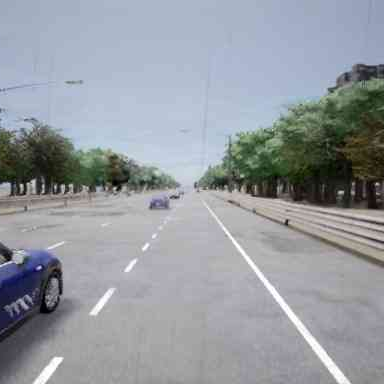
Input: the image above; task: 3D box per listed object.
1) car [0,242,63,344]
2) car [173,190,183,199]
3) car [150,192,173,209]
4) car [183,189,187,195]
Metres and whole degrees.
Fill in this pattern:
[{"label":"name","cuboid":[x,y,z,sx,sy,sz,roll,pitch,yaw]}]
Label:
[{"label":"car","cuboid":[-3.503,1.287,4.500,2.097,1.767,4.553,0,1,0]},{"label":"car","cuboid":[-3.337,0.716,65.266,1.895,1.301,4.718,0,1,0]},{"label":"car","cuboid":[-3.449,1.035,36.083,1.812,1.442,4.674,0,1,0]},{"label":"car","cuboid":[-3.220,0.245,95.460,2.033,1.411,5.357,0,1,0]}]
